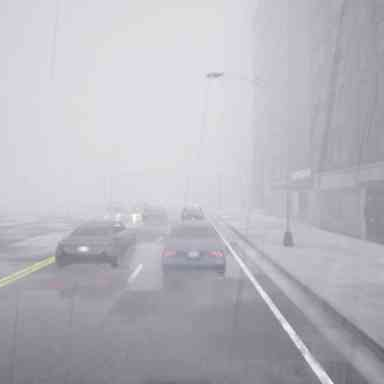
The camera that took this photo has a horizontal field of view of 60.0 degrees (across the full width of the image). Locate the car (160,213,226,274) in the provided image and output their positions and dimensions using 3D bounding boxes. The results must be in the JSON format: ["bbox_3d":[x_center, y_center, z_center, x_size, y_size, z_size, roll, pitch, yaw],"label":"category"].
[{"bbox_3d":[0.058,1.653,10.950,2.033,1.411,5.357,0,-1,0],"label":"car"}]

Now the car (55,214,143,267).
[{"bbox_3d":[-3.189,1.678,11.849,1.994,1.385,4.181,0,-1,0],"label":"car"}]

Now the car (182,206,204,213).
[{"bbox_3d":[0.065,1.873,29.166,1.895,1.301,4.718,0,0,0],"label":"car"}]

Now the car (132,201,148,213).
[{"bbox_3d":[-6.612,1.886,43.263,2.128,1.511,4.902,0,-1,0],"label":"car"}]

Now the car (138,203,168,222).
[{"bbox_3d":[-3.185,1.873,29.170,1.895,1.301,4.718,0,0,0],"label":"car"}]

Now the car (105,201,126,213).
[{"bbox_3d":[-9.862,1.898,43.114,1.837,1.490,4.892,0,-1,0],"label":"car"}]
